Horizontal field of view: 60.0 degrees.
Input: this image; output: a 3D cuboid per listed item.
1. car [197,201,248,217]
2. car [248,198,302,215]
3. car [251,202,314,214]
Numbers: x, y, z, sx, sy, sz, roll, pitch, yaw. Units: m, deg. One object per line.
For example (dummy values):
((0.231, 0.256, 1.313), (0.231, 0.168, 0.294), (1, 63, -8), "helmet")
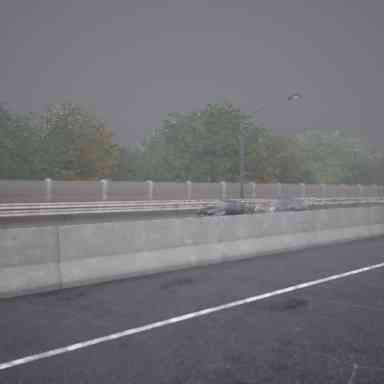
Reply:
((2.997, 1.455, 27.426), (5.357, 1.411, 2.033), (0, 0, -35), "car")
((6.954, 1.254, 25.889), (4.553, 1.767, 2.097), (0, 0, -34), "car")
((6.313, 1.517, 21.206), (4.718, 1.301, 1.895), (0, 0, -35), "car")
